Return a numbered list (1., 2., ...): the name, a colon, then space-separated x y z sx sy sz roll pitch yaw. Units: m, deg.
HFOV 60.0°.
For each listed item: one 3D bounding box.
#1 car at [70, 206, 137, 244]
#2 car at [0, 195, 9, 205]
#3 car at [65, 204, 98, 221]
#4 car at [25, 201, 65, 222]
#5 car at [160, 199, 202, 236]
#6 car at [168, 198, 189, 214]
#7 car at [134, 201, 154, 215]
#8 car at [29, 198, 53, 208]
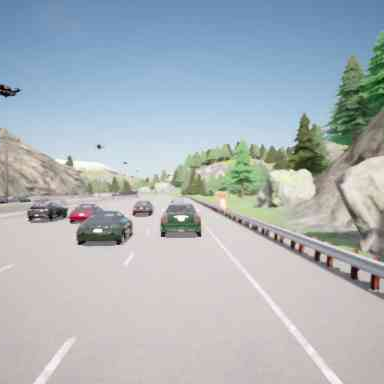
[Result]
1. car: -4.007 1.576 15.830 1.994 1.385 4.181 0 0 -3
2. car: -34.210 1.438 58.129 2.097 1.767 4.553 0 0 -3
3. car: -7.984 1.586 25.778 1.994 1.385 4.181 0 0 -3
4. car: -11.539 1.521 26.863 2.128 1.511 4.902 0 0 -3
5. car: -0.627 1.358 18.467 2.097 1.767 4.553 0 0 -3
6. car: -1.536 1.503 37.251 2.128 1.511 4.902 0 0 -3
7. car: -4.858 1.565 33.529 2.033 1.411 5.357 0 0 -3
8. car: -23.439 1.623 51.848 1.994 1.385 4.181 0 0 -2
